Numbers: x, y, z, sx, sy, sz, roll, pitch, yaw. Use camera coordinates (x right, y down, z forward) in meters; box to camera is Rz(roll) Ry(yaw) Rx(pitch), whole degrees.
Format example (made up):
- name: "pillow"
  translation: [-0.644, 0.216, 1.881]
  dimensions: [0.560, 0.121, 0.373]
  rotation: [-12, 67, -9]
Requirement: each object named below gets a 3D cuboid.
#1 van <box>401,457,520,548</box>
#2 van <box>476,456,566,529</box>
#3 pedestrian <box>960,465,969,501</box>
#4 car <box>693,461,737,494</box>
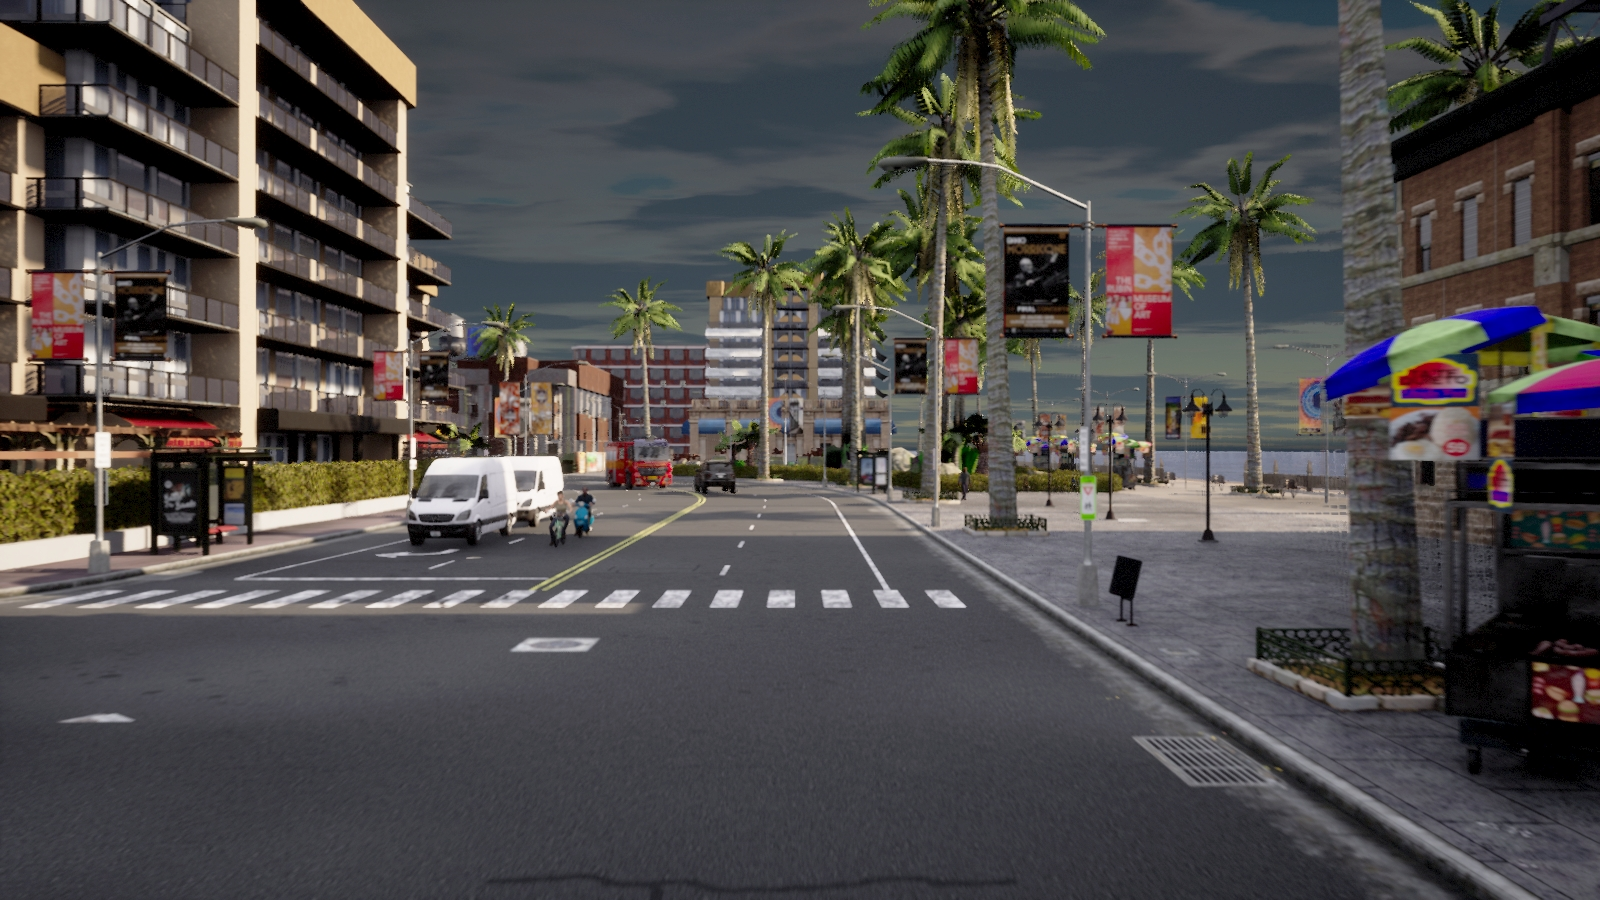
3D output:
- name: "van"
  translation: [-10.492, 1.535, 35.826]
  dimensions: [1.988, 2.561, 5.915]
  rotation: [0, 0, 0]
- name: "van"
  translation: [-10.498, 1.535, 43.485]
  dimensions: [1.988, 2.561, 5.915]
  rotation: [0, 0, 0]
- name: "pedestrian"
  translation: [8.403, 1.696, 58.524]
  dimensions: [0.375, 1.860, 0.375]
  rotation: [0, 0, -7]
- name: "car"
  translation: [-5.620, 1.778, 74.905]
  dimensions: [2.150, 2.045, 5.566]
  rotation: [0, 0, -12]
